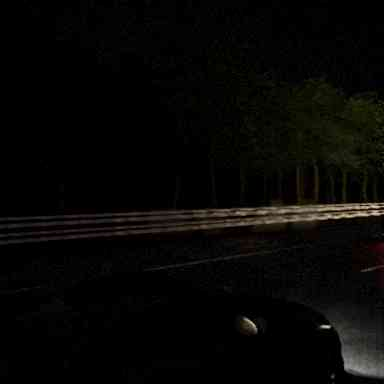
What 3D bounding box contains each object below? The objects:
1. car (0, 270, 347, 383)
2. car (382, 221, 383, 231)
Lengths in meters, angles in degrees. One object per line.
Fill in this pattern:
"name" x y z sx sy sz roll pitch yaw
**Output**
"car" -0.297 1.552 3.380 4.181 1.385 1.994 0 0 -36
"car" 11.201 1.554 15.928 4.718 1.301 1.895 0 1 -34
